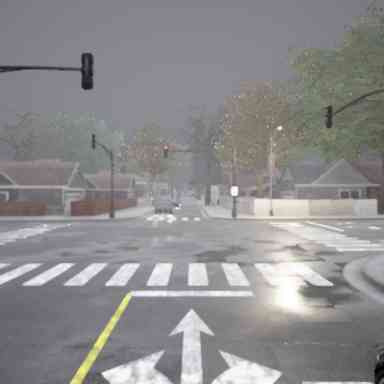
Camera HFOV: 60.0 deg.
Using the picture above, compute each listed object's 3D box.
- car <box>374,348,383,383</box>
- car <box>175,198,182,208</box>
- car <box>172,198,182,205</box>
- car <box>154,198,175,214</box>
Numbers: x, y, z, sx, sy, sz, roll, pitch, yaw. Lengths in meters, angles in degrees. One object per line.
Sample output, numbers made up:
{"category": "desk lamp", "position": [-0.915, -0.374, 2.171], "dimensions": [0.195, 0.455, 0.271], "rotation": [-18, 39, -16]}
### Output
{"category": "car", "position": [2.637, 1.573, 1.465], "dimensions": [1.947, 1.339, 4.313], "rotation": [0, 0, 0]}
{"category": "car", "position": [-3.149, 1.750, 55.177], "dimensions": [1.882, 1.535, 5.008], "rotation": [0, 0, 0]}
{"category": "car", "position": [-3.155, 1.898, 70.342], "dimensions": [1.994, 1.385, 4.181], "rotation": [0, 0, 0]}
{"category": "car", "position": [-3.130, 1.680, 37.200], "dimensions": [1.837, 1.490, 4.892], "rotation": [0, 0, -2]}
